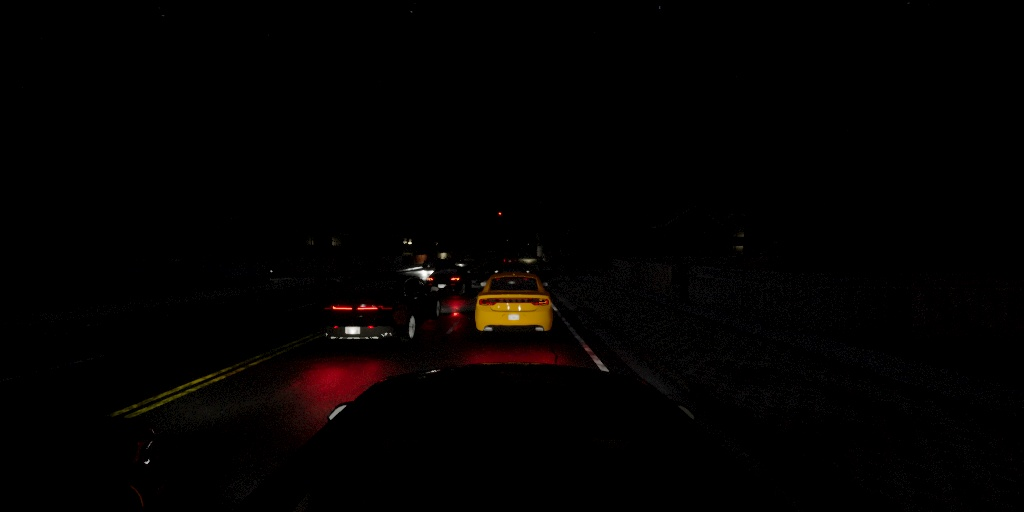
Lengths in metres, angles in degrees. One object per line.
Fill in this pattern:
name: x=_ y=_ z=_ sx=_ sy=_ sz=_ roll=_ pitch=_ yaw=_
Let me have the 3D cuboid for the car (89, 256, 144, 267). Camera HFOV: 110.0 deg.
car: x=-34.372 y=1.061 z=31.806 sx=5.566 sy=2.045 sz=2.150 roll=0 pitch=1 yaw=4

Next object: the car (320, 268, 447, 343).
car: x=-3.190 y=1.239 z=9.615 sx=1.837 sy=1.490 sz=4.892 roll=0 pitch=0 yaw=0

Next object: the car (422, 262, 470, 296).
car: x=-3.248 y=1.212 z=18.924 sx=1.812 sy=1.442 sz=4.674 roll=0 pitch=0 yaw=1

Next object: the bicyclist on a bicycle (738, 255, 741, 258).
bicyclist on a bicycle: x=18.405 y=0.782 z=28.817 sx=0.582 sy=1.620 sz=1.656 roll=0 pitch=0 yaw=-2

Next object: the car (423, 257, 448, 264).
car: x=-9.919 y=0.932 z=45.183 sx=2.128 sy=1.511 sz=4.902 roll=0 pitch=1 yaw=0

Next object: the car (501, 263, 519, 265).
car: x=0.008 y=1.247 z=19.388 sx=1.994 sy=1.385 sz=4.181 roll=0 pitch=0 yaw=1

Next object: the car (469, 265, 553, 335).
car: x=0.062 y=1.209 z=10.499 sx=1.882 sy=1.535 sz=5.008 roll=0 pitch=0 yaw=0

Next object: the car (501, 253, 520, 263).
car: x=-0.167 y=0.662 z=45.093 sx=2.150 sy=2.045 sz=5.566 roll=0 pitch=1 yaw=1

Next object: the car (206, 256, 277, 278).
car: x=-23.643 y=0.992 z=31.204 sx=5.566 sy=2.045 sz=2.150 roll=0 pitch=1 yaw=2

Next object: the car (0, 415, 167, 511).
car: x=-3.149 y=1.228 z=0.205 sx=1.882 sy=1.535 sz=5.008 roll=0 pitch=0 yaw=0

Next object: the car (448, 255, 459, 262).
car: x=-9.932 y=0.894 z=55.175 sx=1.994 sy=1.385 sz=4.181 roll=0 pitch=1 yaw=0
